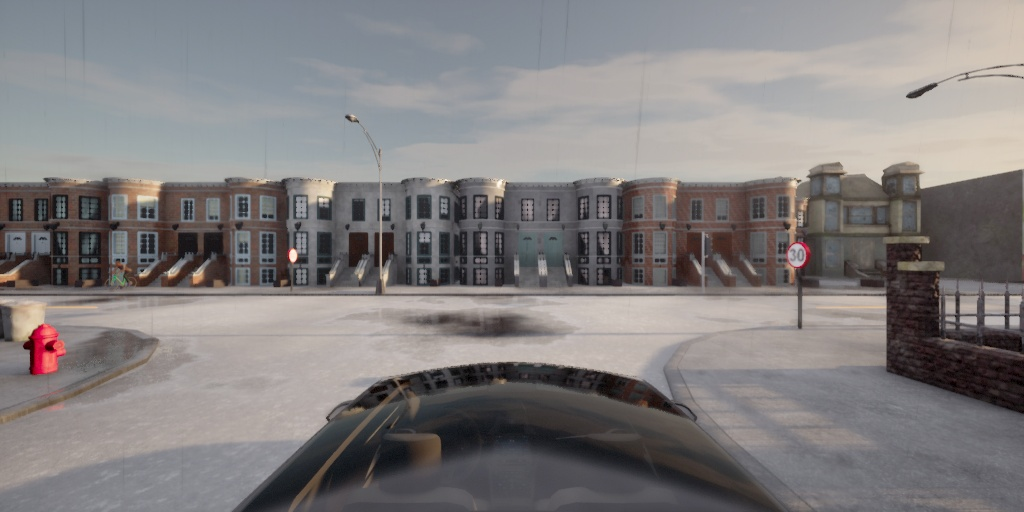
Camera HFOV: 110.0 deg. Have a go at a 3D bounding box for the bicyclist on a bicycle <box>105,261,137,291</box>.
[{"bbox_3d":[-21.801,1.094,20.000,0.582,1.620,1.656,0,0,0],"label":"bicyclist on a bicycle"}]
